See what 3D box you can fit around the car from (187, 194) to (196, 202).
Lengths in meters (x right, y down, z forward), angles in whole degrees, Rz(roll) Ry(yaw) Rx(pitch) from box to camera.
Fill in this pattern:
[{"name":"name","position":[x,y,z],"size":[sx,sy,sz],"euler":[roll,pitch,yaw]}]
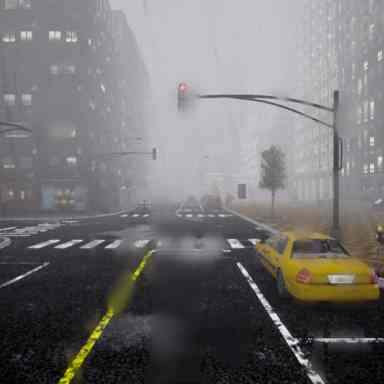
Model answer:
[{"name":"car","position":[-0.233,1.433,79.658],"size":[2.097,1.767,4.553],"euler":[0,0,0]}]

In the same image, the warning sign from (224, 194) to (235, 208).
[{"name":"warning sign","position":[4.945,1.136,43.767],"size":[1.300,1.860,1.060],"euler":[0,0,0]}]

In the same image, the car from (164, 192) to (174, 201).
[{"name":"car","position":[-5.926,1.517,79.164],"size":[1.967,1.590,4.097],"euler":[0,0,0]}]

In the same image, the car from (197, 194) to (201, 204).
[{"name":"car","position":[2.502,1.362,62.608],"size":[2.192,1.841,5.009],"euler":[0,0,0]}]

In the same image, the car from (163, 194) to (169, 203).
[{"name":"car","position":[-5.877,1.592,62.583],"size":[1.887,1.381,4.507],"euler":[0,0,0]}]

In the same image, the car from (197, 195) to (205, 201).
[{"name":"car","position":[2.422,1.625,90.412],"size":[1.752,1.417,4.829],"euler":[0,0,0]}]

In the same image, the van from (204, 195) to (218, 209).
[{"name":"van","position":[2.551,1.364,46.029],"size":[1.690,1.788,3.998],"euler":[0,0,0]}]

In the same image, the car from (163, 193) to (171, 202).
[{"name":"car","position":[-5.894,1.497,68.111],"size":[1.967,1.590,4.097],"euler":[0,0,0]}]

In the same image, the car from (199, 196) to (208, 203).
[{"name":"car","position":[2.471,1.612,73.662],"size":[1.887,1.381,4.507],"euler":[0,0,0]}]

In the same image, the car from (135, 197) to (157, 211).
[{"name":"car","position":[-5.811,1.568,40.478],"size":[2.008,1.369,4.403],"euler":[0,0,0]}]

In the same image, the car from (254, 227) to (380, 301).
[{"name":"car","position":[2.664,1.526,8.260],"size":[1.752,1.417,4.829],"euler":[0,0,0]}]

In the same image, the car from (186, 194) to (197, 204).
[{"name":"car","position":[-0.089,1.555,65.477],"size":[1.837,1.490,4.892],"euler":[0,-1,0]}]

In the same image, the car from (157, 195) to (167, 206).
[{"name":"car","position":[-5.860,1.589,57.057],"size":[2.008,1.369,4.403],"euler":[0,0,0]}]

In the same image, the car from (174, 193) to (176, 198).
[{"name":"car","position":[-5.957,1.625,90.048],"size":[1.752,1.417,4.829],"euler":[0,0,0]}]

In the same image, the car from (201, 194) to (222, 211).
[{"name":"car","position":[2.568,1.332,40.503],"size":[2.192,1.841,5.009],"euler":[0,0,0]}]
